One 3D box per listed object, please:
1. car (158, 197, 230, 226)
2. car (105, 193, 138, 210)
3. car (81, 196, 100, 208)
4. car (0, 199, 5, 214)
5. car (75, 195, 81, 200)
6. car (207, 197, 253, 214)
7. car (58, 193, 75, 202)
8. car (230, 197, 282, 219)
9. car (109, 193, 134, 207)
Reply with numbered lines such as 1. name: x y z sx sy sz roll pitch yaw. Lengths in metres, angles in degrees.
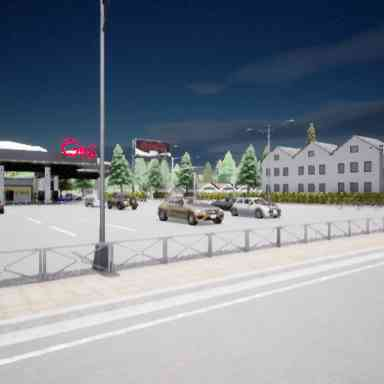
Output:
1. car: -0.238 1.123 21.098 2.152 1.636 5.027 0 0 -36
2. car: -7.780 1.066 37.072 1.932 1.855 4.605 0 0 -36
3. car: -12.735 1.328 43.953 1.970 1.475 3.806 0 0 -36
4. car: -18.333 1.264 30.417 2.007 1.523 4.514 0 0 -36
5. car: -28.733 1.277 80.510 3.866 1.878 1.905 0 0 -36
6. car: 3.685 1.269 32.954 2.007 1.523 4.514 0 0 -36
7. car: -28.976 1.444 73.382 4.611 1.667 2.242 0 0 -36
8. car: 4.798 1.203 25.089 1.970 1.475 3.806 0 0 -36
9. car: -9.674 1.045 45.386 1.905 1.878 3.866 0 0 -36
